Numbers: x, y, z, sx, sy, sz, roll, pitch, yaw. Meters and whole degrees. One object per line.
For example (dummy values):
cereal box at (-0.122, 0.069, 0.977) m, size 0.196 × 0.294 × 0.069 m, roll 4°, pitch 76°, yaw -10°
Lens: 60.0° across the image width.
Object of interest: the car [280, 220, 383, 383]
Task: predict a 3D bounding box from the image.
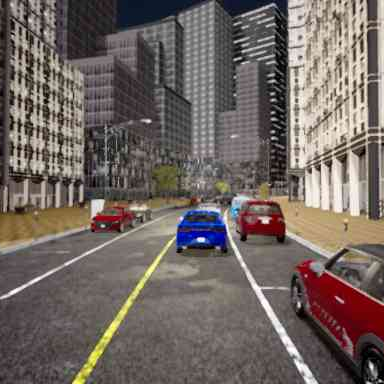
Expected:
car at (2.777, 1.445, 4.713) m, size 1.967 × 1.590 × 4.097 m, roll 1°, pitch 0°, yaw 2°

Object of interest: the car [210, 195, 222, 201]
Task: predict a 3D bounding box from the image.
car at (5.918, 1.539, 81.537) m, size 1.947 × 1.339 × 4.313 m, roll 1°, pitch 0°, yaw 15°

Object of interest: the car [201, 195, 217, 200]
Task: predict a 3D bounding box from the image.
car at (3.249, 1.333, 59.374) m, size 2.097 × 1.767 × 4.553 m, roll 0°, pitch 0°, yaw 12°

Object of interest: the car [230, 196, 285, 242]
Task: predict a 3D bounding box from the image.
car at (3.237, 1.320, 16.316) m, size 2.192 × 1.841 × 5.009 m, roll 1°, pitch 0°, yaw 4°

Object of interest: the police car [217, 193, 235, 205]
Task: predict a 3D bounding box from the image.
police car at (5.368, 1.404, 51.225) m, size 1.930 × 1.638 × 5.238 m, roll 0°, pitch 0°, yaw 10°

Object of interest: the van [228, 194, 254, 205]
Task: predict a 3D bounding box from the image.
van at (4.139, 1.338, 27.991) m, size 1.690 × 1.788 × 3.998 m, roll 1°, pitch 0°, yaw 6°

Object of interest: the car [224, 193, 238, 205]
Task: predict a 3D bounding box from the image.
car at (7.219, 1.193, 60.901) m, size 2.150 × 2.045 × 5.566 m, roll 0°, pitch 0°, yaw 12°

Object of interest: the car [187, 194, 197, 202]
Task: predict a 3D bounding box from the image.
car at (-0.406, 1.307, 53.670) m, size 2.192 × 1.841 × 5.009 m, roll 1°, pitch 0°, yaw 10°

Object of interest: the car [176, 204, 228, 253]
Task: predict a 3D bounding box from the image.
car at (0.455, 1.483, 13.879) m, size 1.882 × 1.535 × 5.008 m, roll 0°, pitch 0°, yaw 3°

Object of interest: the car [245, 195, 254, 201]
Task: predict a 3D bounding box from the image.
car at (13.878, 1.464, 80.238) m, size 1.752 × 1.417 × 4.829 m, roll 1°, pitch 0°, yaw 16°

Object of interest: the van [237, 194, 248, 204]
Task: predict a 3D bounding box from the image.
van at (9.589, 1.302, 62.889) m, size 1.690 × 1.788 × 3.998 m, roll 1°, pitch 0°, yaw 13°

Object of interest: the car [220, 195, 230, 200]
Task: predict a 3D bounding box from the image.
car at (9.133, 1.547, 92.418) m, size 1.802 × 1.307 × 4.206 m, roll 1°, pitch 0°, yaw 18°

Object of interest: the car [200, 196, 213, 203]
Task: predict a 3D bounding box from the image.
car at (3.087, 1.547, 70.493) m, size 1.947 × 1.339 × 4.313 m, roll 1°, pitch 0°, yaw 13°

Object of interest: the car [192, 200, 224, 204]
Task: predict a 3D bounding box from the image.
car at (1.369, 1.601, 27.002) m, size 1.895 × 1.301 × 4.718 m, roll 0°, pitch 0°, yaw 6°

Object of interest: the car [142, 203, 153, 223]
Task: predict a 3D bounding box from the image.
car at (-4.144, 1.556, 25.496) m, size 2.008 × 1.369 × 4.403 m, roll 1°, pitch 0°, yaw 5°

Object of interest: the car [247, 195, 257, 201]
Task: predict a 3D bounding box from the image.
car at (15.453, 1.497, 85.692) m, size 1.947 × 1.339 × 4.313 m, roll 1°, pitch 0°, yaw 17°

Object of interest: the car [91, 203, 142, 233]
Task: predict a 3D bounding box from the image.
car at (-4.581, 1.551, 19.821) m, size 1.887 × 1.381 × 4.507 m, roll 1°, pitch 0°, yaw 3°

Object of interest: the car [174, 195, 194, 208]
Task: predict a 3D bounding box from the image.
car at (-1.384, 1.520, 47.917) m, size 1.752 × 1.417 × 4.829 m, roll 1°, pitch 0°, yaw 9°

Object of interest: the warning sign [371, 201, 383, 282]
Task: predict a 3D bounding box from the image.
warning sign at (5.046, 1.122, 7.583) m, size 1.300 × 1.860 × 1.060 m, roll -1°, pitch -1°, yaw 2°
